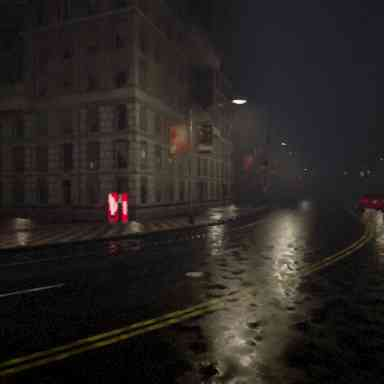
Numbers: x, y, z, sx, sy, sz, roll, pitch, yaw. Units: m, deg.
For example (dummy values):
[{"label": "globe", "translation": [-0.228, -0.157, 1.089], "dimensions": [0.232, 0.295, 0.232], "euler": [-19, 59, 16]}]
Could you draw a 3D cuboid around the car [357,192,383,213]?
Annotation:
[{"label": "car", "translation": [18.519, 1.030, 34.417], "dimensions": [2.150, 2.045, 5.566], "euler": [0, 0, 21]}]

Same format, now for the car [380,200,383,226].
[{"label": "car", "translation": [12.139, 1.404, 19.243], "dimensions": [1.812, 1.442, 4.674], "euler": [0, 0, 28]}]
